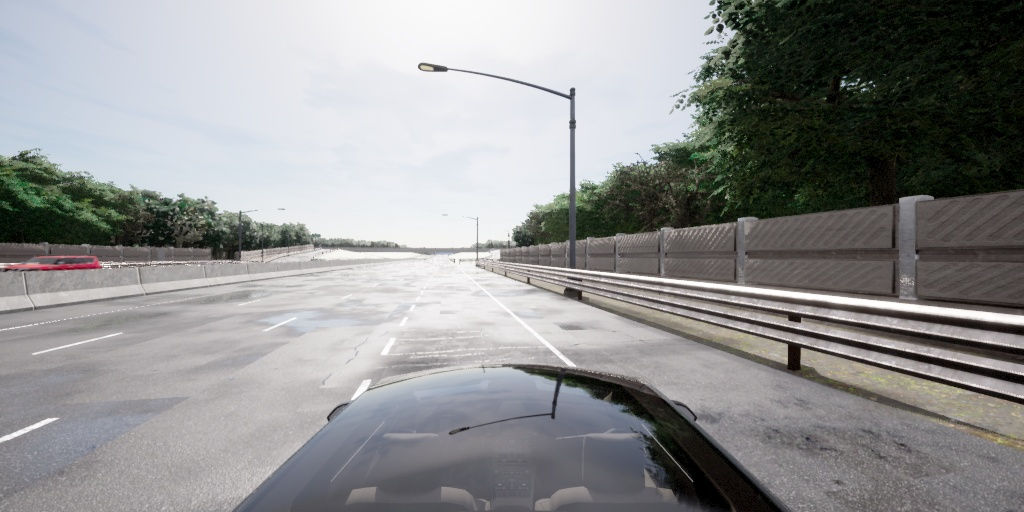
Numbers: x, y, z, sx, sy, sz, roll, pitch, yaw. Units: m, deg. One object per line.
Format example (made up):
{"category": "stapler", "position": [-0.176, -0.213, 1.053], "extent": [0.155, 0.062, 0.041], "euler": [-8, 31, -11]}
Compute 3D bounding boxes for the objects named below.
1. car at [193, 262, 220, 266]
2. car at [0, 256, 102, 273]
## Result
{"category": "car", "position": [-31.358, 1.338, 36.746], "extent": [1.994, 1.385, 4.181], "euler": [0, 0, -10]}
{"category": "car", "position": [-32.888, 0.982, 25.793], "extent": [2.150, 2.045, 5.566], "euler": [0, 0, -11]}
